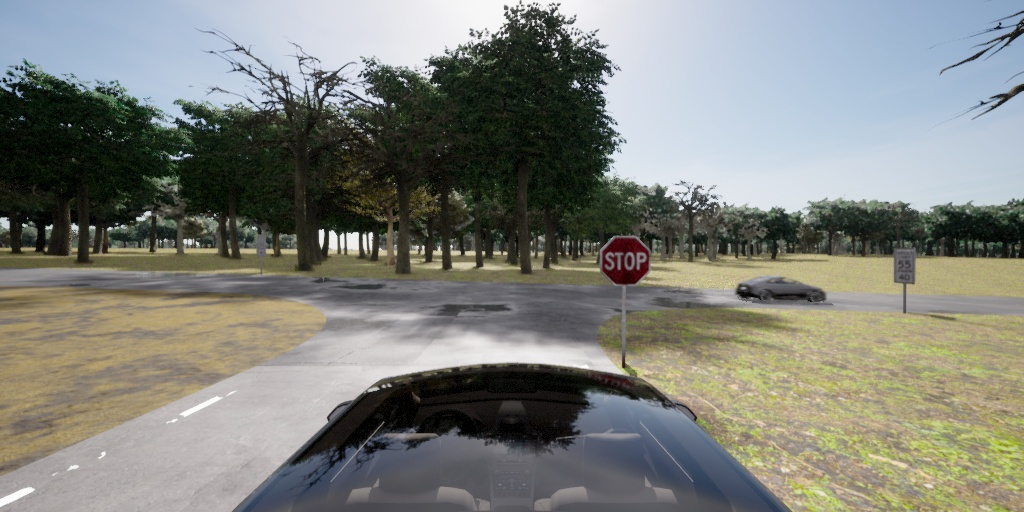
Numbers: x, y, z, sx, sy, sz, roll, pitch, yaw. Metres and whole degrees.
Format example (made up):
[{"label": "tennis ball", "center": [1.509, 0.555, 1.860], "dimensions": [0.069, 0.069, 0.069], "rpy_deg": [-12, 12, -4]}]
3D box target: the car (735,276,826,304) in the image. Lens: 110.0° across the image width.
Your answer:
[{"label": "car", "center": [14.898, 1.825, 20.000], "dimensions": [4.181, 1.385, 1.994], "rpy_deg": [2, 0, -1]}]
